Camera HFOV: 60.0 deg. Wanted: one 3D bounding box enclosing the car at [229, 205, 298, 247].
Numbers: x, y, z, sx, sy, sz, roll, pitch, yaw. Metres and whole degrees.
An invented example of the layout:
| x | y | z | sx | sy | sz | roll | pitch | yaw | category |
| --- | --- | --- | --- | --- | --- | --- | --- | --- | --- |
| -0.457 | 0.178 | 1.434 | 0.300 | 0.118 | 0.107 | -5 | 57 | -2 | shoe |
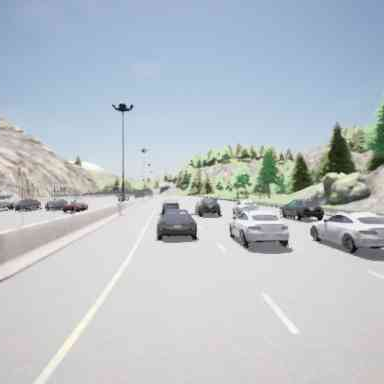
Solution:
| x | y | z | sx | sy | sz | roll | pitch | yaw | category |
| --- | --- | --- | --- | --- | --- | --- | --- | --- | --- |
| 2.879 | 1.526 | 14.891 | 1.812 | 1.442 | 4.674 | 0 | 0 | -4 | car |

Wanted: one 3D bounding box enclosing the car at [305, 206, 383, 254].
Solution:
| x | y | z | sx | sy | sz | roll | pitch | yaw | category |
| --- | --- | --- | --- | --- | --- | --- | --- | --- | --- |
| 6.490 | 1.517 | 13.437 | 1.812 | 1.442 | 4.674 | 0 | 0 | -4 | car |

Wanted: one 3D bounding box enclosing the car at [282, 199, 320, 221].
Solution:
| x | y | z | sx | sy | sz | roll | pitch | yaw | category |
| --- | --- | --- | --- | --- | --- | --- | --- | --- | --- |
| 8.934 | 1.344 | 27.377 | 2.097 | 1.767 | 4.553 | 0 | 0 | -5 | car |

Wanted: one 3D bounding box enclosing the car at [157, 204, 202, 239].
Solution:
| x | y | z | sx | sy | sz | roll | pitch | yaw | category |
| --- | --- | --- | --- | --- | --- | --- | --- | --- | --- |
| -0.817 | 1.574 | 17.431 | 1.994 | 1.385 | 4.181 | 0 | 0 | -4 | car |

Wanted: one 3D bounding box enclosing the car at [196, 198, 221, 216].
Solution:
| x | y | z | sx | sy | sz | roll | pitch | yaw | category |
| --- | --- | --- | --- | --- | --- | --- | --- | --- | --- |
| 1.507 | 1.363 | 32.378 | 2.097 | 1.767 | 4.553 | 0 | 0 | -5 | car |

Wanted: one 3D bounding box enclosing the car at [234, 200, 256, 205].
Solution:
| x | y | z | sx | sy | sz | roll | pitch | yaw | category |
| --- | --- | --- | --- | --- | --- | --- | --- | --- | --- |
| 5.092 | 1.528 | 31.500 | 1.812 | 1.442 | 4.674 | 0 | 0 | -5 | car |

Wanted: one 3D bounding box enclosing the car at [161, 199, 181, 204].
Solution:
| x | y | z | sx | sy | sz | roll | pitch | yaw | category |
| --- | --- | --- | --- | --- | --- | --- | --- | --- | --- |
| -2.223 | 1.513 | 35.062 | 2.128 | 1.511 | 4.902 | 0 | 0 | -5 | car |
